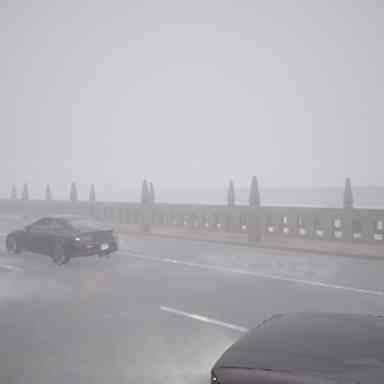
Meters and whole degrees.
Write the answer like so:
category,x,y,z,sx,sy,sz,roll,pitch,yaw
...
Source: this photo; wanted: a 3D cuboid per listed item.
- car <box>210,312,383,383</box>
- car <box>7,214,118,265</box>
category,x,y,z,sx,sy,sz,roll,pitch,yaw
car,2.690,1.550,2.074,5.357,1.411,2.033,0,0,35
car,-4.551,1.506,11.540,4.674,1.442,1.812,0,0,36
